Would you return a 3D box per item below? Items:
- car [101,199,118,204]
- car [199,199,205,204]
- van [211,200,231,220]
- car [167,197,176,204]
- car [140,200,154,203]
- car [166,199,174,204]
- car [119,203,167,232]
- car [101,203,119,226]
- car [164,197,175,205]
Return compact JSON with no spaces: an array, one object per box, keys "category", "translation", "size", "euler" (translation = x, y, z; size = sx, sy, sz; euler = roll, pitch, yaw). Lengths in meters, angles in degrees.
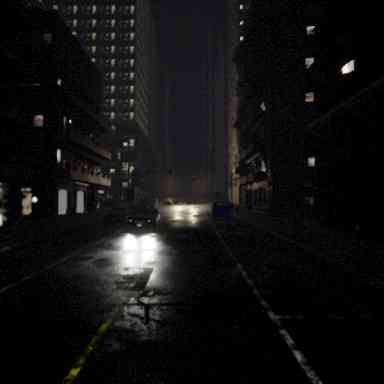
[{"category":"car","translation":[-16.491,2.154,65.052],"size":[4.097,1.590,1.967],"euler":[0,-2,0]},{"category":"car","translation":[2.704,2.505,91.682],"size":[1.802,1.307,4.206],"euler":[1,-1,0]},{"category":"van","translation":[2.708,1.659,31.381],"size":[1.690,1.788,3.998],"euler":[1,-1,0]},{"category":"car","translation":[-5.671,2.238,91.623],"size":[2.192,1.841,5.009],"euler":[1,-1,0]},{"category":"car","translation":[-5.644,1.939,36.866],"size":[1.947,1.339,4.313],"euler":[1,-1,0]},{"category":"car","translation":[-5.676,2.449,86.046],"size":[1.802,1.307,4.206],"euler":[1,-1,0]},{"category":"car","translation":[-3.099,1.715,22.045],"size":[2.128,1.511,4.902],"euler":[0,-1,0]},{"category":"car","translation":[-5.643,1.812,25.786],"size":[2.008,1.369,4.403],"euler":[1,-1,0]},{"category":"car","translation":[-5.673,2.251,80.472],"size":[1.967,1.590,4.097],"euler":[1,-1,0]}]
